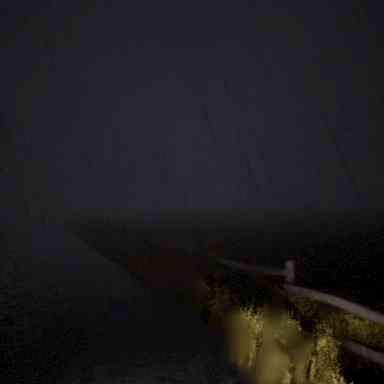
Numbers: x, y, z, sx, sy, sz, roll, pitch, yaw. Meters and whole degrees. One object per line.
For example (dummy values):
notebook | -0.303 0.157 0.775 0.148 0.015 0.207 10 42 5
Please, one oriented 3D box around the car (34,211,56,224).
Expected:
car | -17.940 3.068 40.749 2.033 1.411 5.357 -2 -1 -14
